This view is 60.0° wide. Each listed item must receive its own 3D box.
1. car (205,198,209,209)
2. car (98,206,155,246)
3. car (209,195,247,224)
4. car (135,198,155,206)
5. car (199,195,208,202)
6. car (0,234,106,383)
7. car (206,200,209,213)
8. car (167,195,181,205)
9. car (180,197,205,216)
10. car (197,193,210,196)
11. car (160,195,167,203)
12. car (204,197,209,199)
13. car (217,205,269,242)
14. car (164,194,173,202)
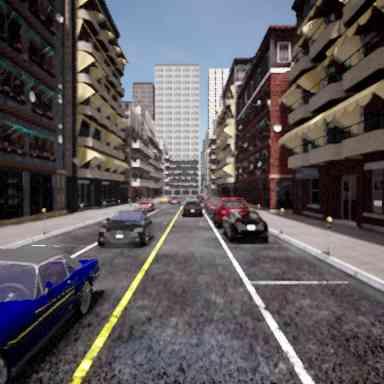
[{"bbox_3d":[2.506,1.553,32.922,1.802,1.307,4.206,-1,0,0],"label":"car"},{"bbox_3d":[-2.864,1.552,15.089,1.994,1.385,4.181,0,0,0],"label":"car"},{"bbox_3d":[2.520,1.296,21.823,2.192,1.841,5.009,-1,0,0],"label":"car"},{"bbox_3d":[-5.385,1.408,38.437,1.967,1.590,4.097,-1,0,0],"label":"car"},{"bbox_3d":[2.443,1.456,71.934,1.752,1.417,4.829,-1,0,0],"label":"car"},{"bbox_3d":[-2.852,1.598,4.773,1.895,1.301,4.718,0,0,0],"label":"car"},{"bbox_3d":[2.514,1.527,27.372,2.008,1.369,4.403,-1,0,0],"label":"car"},{"bbox_3d":[-2.889,1.473,57.620,1.812,1.442,4.674,0,0,0],"label":"car"},{"bbox_3d":[0.050,1.498,31.623,1.812,1.442,4.674,0,0,0],"label":"car"},{"bbox_3d":[2.459,1.258,60.667,2.192,1.841,5.009,-1,0,0],"label":"car"},{"bbox_3d":[-5.428,1.464,66.013,1.752,1.417,4.829,-1,0,0],"label":"car"},{"bbox_3d":[2.497,1.547,38.471,1.802,1.307,4.206,-1,0,0],"label":"car"},{"bbox_3d":[2.532,1.551,16.275,1.947,1.339,4.313,-1,0,0],"label":"car"},{"bbox_3d":[-5.446,1.367,77.280,1.967,1.590,4.097,-1,0,0],"label":"car"}]
